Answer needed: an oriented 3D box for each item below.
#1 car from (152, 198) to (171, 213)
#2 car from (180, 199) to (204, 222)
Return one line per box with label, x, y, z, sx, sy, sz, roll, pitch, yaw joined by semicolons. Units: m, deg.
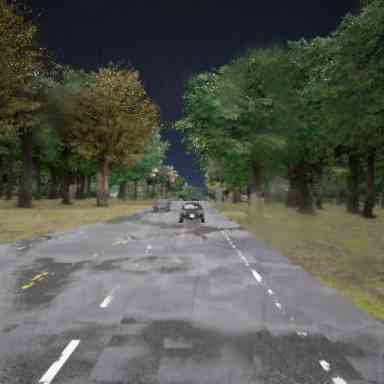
car;-3.442;1.508;38.648;1.837;1.490;4.892;0;0;0
car;0.015;1.572;26.583;1.812;1.442;4.674;0;0;0
